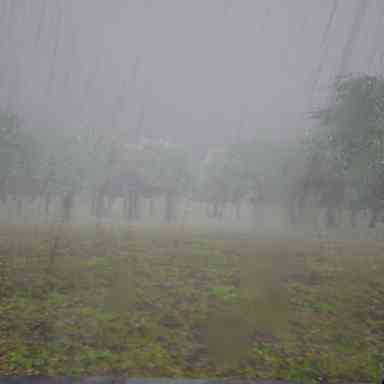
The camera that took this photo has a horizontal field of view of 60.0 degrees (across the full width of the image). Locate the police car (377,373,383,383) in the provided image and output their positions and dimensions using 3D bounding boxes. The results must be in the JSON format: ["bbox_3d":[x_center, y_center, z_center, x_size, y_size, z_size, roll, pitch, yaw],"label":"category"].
[{"bbox_3d":[3.986,1.658,2.262,5.238,1.638,1.930,2,-2,-1],"label":"police car"}]
